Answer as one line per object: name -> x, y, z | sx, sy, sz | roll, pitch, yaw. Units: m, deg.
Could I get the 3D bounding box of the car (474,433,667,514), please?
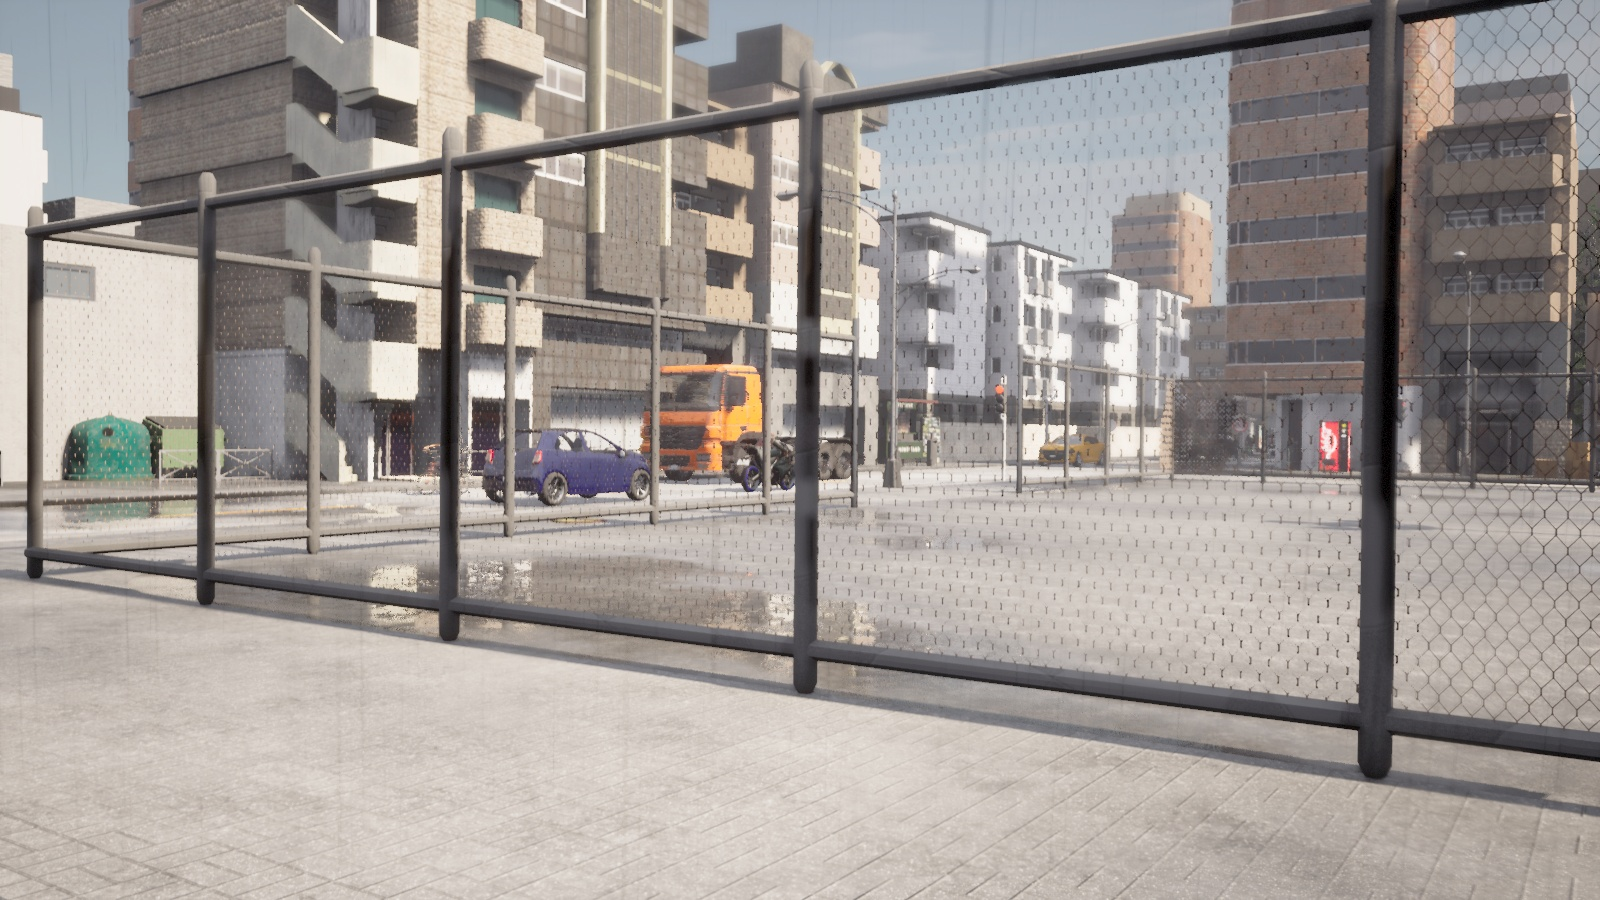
car -> -4.596, 0.422, 25.542 | 1.845, 1.501, 3.633 | 0, 1, 34

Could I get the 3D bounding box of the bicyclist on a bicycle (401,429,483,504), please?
bicyclist on a bicycle -> -7.902, 0.341, 27.778 | 0.866, 1.612, 1.509 | 0, 1, 34

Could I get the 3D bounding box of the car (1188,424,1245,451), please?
car -> 26.416, -0.834, 79.522 | 2.152, 1.651, 5.027 | 0, 1, 34

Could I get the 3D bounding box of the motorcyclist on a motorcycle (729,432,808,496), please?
motorcyclist on a motorcycle -> -0.766, 0.330, 31.312 | 0.866, 1.530, 2.191 | 0, 1, 34

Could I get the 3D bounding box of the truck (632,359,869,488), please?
truck -> -1.263, -0.775, 37.867 | 2.891, 3.462, 7.936 | 0, 1, 35

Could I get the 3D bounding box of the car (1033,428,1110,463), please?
car -> 12.809, -0.232, 59.026 | 1.882, 1.535, 5.008 | 0, 1, 33

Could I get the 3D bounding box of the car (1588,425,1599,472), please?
car -> 28.028, -0.062, 40.002 | 4.892, 1.490, 1.837 | 0, 1, 34
